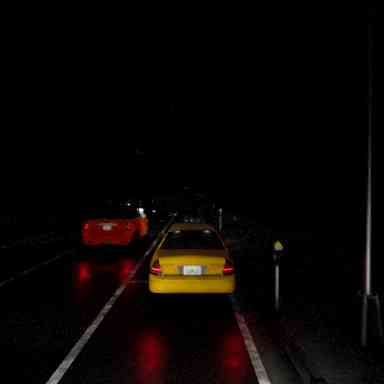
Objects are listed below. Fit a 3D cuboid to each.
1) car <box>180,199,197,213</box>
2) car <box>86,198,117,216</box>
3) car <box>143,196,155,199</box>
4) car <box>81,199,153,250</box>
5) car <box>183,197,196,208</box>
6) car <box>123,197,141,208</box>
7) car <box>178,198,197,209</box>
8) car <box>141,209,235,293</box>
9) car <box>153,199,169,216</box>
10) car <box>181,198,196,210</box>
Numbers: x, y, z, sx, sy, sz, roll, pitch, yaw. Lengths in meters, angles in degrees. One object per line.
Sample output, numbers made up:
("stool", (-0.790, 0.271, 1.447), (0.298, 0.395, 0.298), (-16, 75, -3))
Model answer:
("car", (-0.393, 1.546, 38.589), (1.887, 1.381, 4.507), (-1, 0, 0))
("car", (-8.920, 1.440, 33.084), (1.967, 1.590, 4.097), (-1, 0, 0))
("car", (-6.148, 1.354, 47.027), (2.097, 1.767, 4.553), (0, 0, 0))
("car", (-3.143, 1.348, 14.429), (2.097, 1.767, 4.553), (0, 0, 0))
("car", (-0.394, 1.550, 49.600), (1.887, 1.381, 4.507), (-1, 0, 0))
("car", (-8.919, 1.550, 49.600), (1.887, 1.381, 4.507), (-1, 0, 0))
("car", (-0.393, 1.565, 33.084), (1.947, 1.339, 4.313), (-1, 0, 0))
("car", (0.005, 1.455, 8.841), (1.801, 1.575, 5.366), (0, 0, 0))
("car", (-3.143, 1.563, 29.683), (1.994, 1.385, 4.181), (0, 0, 0))
("car", (-0.393, 1.548, 44.094), (1.887, 1.381, 4.507), (-1, 0, 0))
